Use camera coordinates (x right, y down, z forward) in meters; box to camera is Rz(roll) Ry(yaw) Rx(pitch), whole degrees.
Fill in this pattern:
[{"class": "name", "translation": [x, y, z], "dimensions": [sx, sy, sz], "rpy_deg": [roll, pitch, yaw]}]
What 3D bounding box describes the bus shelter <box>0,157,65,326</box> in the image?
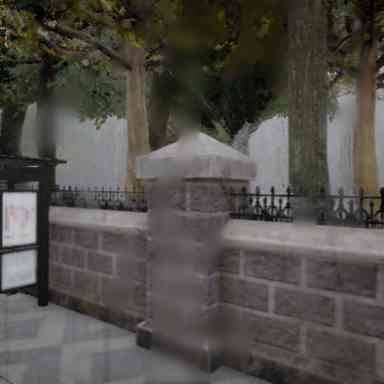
[{"class": "bus shelter", "translation": [-4.559, 0.774, 6.678], "dimensions": [3.880, 2.740, 1.920], "rpy_deg": [1, 1, 36]}]
